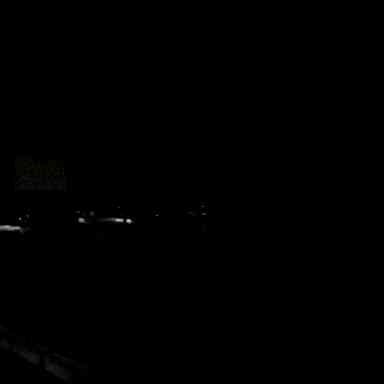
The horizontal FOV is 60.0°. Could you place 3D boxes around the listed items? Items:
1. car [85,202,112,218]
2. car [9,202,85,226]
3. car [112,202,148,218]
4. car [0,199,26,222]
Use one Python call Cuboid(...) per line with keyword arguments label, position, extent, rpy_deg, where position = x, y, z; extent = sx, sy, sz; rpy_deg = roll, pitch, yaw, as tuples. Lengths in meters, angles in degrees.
Cuboid(label="car", position=(-8.788, 1.610, 31.049), extent=(1.994, 1.385, 4.181), rpy_deg=(0, 0, 38))
Cuboid(label="car", position=(-10.203, 1.605, 23.681), extent=(1.994, 1.385, 4.181), rpy_deg=(0, 0, 39))
Cuboid(label="car", position=(-4.422, 1.583, 30.888), extent=(2.033, 1.411, 5.357), rpy_deg=(0, 0, 39))
Cuboid(label="car", position=(-14.162, 1.400, 24.342), extent=(2.097, 1.767, 4.553), rpy_deg=(0, 0, 39))
